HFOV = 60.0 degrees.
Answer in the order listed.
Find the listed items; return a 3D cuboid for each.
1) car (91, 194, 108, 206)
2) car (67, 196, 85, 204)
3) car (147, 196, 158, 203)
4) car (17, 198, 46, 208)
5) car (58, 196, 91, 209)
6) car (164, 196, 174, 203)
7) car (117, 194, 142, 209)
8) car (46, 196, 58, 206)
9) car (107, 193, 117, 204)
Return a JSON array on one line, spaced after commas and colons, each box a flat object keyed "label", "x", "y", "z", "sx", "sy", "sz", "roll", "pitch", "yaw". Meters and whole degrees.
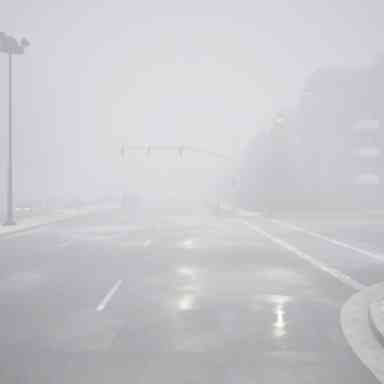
[{"label": "car", "x": -16.263, "y": 1.565, "z": 55.982, "sx": 2.033, "sy": 1.411, "sz": 5.357, "roll": 0, "pitch": 0, "yaw": 1}, {"label": "car", "x": -23.194, "y": 1.498, "z": 66.853, "sx": 1.882, "sy": 1.535, "sz": 5.008, "roll": 0, "pitch": 0, "yaw": 0}, {"label": "car", "x": -8.103, "y": 1.547, "z": 68.548, "sx": 1.812, "sy": 1.442, "sz": 4.674, "roll": 0, "pitch": 0, "yaw": 0}, {"label": "car", "x": -23.238, "y": 1.579, "z": 47.618, "sx": 1.994, "sy": 1.385, "sz": 4.181, "roll": 0, "pitch": 0, "yaw": 0}, {"label": "car", "x": -16.247, "y": 1.506, "z": 46.125, "sx": 2.128, "sy": 1.511, "sz": 4.902, "roll": 0, "pitch": 0, "yaw": 0}, {"label": "car", "x": -4.592, "y": 1.512, "z": 67.426, "sx": 2.128, "sy": 1.511, "sz": 4.902, "roll": 0, "pitch": 0, "yaw": 0}, {"label": "car", "x": -8.073, "y": 1.235, "z": 44.545, "sx": 2.150, "sy": 2.045, "sz": 5.566, "roll": 0, "pitch": 0, "yaw": -1}, {"label": "car", "x": -23.251, "y": 1.522, "z": 56.610, "sx": 1.837, "sy": 1.490, "sz": 4.892, "roll": 0, "pitch": 0, "yaw": 1}, {"label": "car", "x": -16.207, "y": 1.238, "z": 66.362, "sx": 2.150, "sy": 2.045, "sz": 5.566, "roll": 0, "pitch": 0, "yaw": 0}]
